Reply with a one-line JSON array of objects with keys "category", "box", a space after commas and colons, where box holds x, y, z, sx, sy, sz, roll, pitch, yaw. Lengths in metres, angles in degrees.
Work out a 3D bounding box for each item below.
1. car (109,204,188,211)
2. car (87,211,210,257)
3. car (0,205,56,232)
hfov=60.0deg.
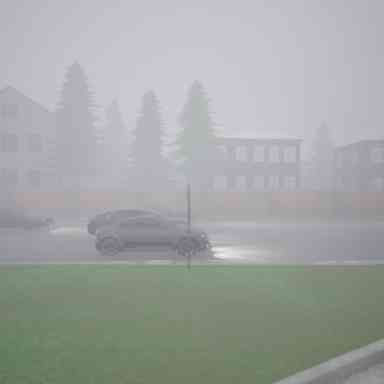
[{"category": "car", "box": [-2.470, 1.495, 15.856, 4.892, 1.490, 1.837, 0, 0, -2]}, {"category": "car", "box": [-1.441, 1.559, 12.385, 4.181, 1.385, 1.994, 0, 0, -2]}, {"category": "car", "box": [-10.793, 1.471, 19.083, 5.357, 1.411, 2.033, 0, 0, -2]}]
